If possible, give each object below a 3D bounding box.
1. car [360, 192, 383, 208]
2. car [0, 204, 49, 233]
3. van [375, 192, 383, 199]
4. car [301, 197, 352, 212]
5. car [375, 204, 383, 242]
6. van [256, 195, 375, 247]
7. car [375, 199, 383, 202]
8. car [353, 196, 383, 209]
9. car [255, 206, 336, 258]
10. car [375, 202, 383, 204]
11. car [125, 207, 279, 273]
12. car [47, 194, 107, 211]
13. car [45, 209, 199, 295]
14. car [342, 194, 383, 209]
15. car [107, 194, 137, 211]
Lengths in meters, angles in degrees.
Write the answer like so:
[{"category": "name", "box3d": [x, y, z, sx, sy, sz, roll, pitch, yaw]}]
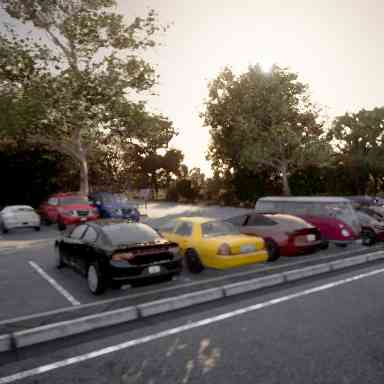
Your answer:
[{"category": "car", "box3d": [26.239, 1.046, 45.339, 2.435, 2.045, 5.566, 0, 0, -36]}, {"category": "car", "box3d": [-10.085, 1.494, 19.338, 2.002, 1.452, 4.674, 0, 0, -36]}, {"category": "van", "box3d": [13.817, 1.156, 20.205, 1.878, 1.987, 4.442, 0, 0, -36]}, {"category": "car", "box3d": [14.961, 1.346, 37.250, 2.231, 1.521, 4.892, 0, 0, -36]}, {"category": "car", "box3d": [6.925, 1.441, 15.387, 2.163, 1.488, 4.792, 0, 0, -36]}, {"category": "van", "box3d": [4.695, 1.196, 13.685, 1.878, 1.987, 4.442, 0, 0, -36]}, {"category": "car", "box3d": [11.472, 1.392, 18.666, 2.097, 1.535, 5.008, 0, 0, -36]}, {"category": "car", "box3d": [24.015, 1.336, 43.679, 2.163, 1.488, 4.792, 0, 0, -36]}, {"category": "car", "box3d": [2.330, 1.461, 12.174, 2.163, 1.488, 4.792, 0, 0, -36]}, {"category": "car", "box3d": [9.206, 1.431, 17.017, 2.163, 1.488, 4.792, 0, 0, -36]}, {"category": "car", "box3d": [-0.042, 1.438, 10.671, 1.946, 1.575, 5.366, 0, 0, -36]}, {"category": "car", "box3d": [-7.706, 1.191, 21.007, 2.435, 2.045, 5.566, 0, 0, -36]}, {"category": "car", "box3d": [-2.209, 1.452, 8.888, 2.097, 1.535, 5.008, 0, 0, -36]}, {"category": "car", "box3d": [21.720, 1.191, 42.112, 2.185, 1.767, 4.553, 0, 0, -36]}, {"category": "car", "box3d": [-5.540, 1.182, 22.555, 2.435, 2.045, 5.566, 0, 0, -36]}]
